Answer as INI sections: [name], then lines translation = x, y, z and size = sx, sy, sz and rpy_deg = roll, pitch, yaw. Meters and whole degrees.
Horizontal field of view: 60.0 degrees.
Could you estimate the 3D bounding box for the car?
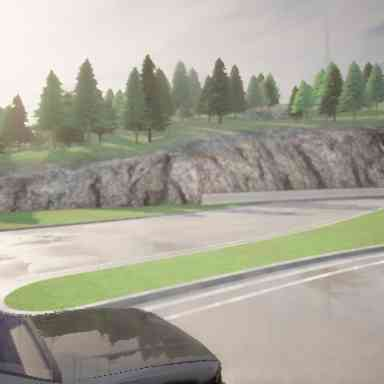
[car]
translation = -2.272, 1.568, 2.106
size = 5.357, 1.411, 2.033
rpy_deg = -2, 1, -35
